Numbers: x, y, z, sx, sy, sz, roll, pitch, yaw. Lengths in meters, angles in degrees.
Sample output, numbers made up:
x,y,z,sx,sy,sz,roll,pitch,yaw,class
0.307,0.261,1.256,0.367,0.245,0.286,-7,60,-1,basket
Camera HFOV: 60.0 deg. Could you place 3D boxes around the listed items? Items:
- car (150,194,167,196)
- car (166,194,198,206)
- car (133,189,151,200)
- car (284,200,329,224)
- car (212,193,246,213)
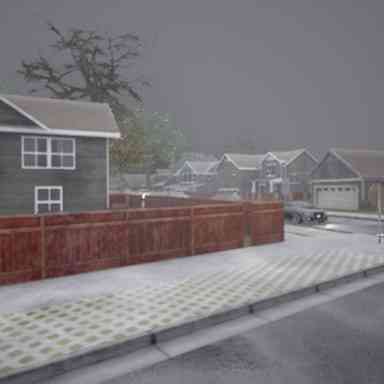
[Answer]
x,y,z,sx,sy,sz,roll,pitch,yaw,class
-4.360,0.998,51.643,1.895,1.301,4.718,-1,1,-28,car
-1.006,1.039,38.577,1.812,1.442,4.674,-1,1,-26,car
-9.158,0.563,60.309,2.150,2.045,5.566,-1,1,-30,car
6.688,1.221,21.405,1.994,1.385,4.181,-1,1,-23,car
3.325,0.941,29.235,2.097,1.767,4.553,-1,1,-25,car
